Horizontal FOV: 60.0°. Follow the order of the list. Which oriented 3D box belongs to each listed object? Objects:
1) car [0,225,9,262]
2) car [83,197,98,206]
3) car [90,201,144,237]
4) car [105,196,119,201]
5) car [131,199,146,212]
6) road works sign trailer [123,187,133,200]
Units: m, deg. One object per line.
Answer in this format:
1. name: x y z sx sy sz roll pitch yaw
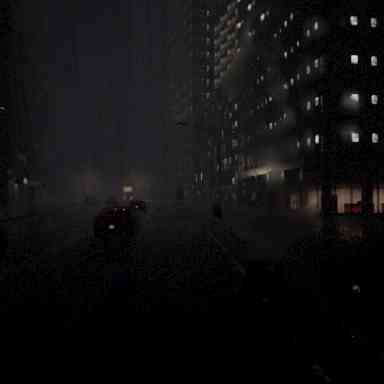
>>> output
1. car: -6.842 1.479 8.947 2.128 1.511 4.902 0 0 -2
2. car: -15.663 1.440 51.483 2.033 1.411 5.357 0 0 -12
3. car: -3.887 1.456 17.806 1.882 1.535 5.008 0 0 -4
4. car: -12.225 1.400 50.822 2.128 1.511 4.902 0 0 -12
5. car: -6.130 1.512 36.978 1.994 1.385 4.181 0 0 -9
6. road works sign trailer: -17.407 0.326 90.025 2.380 3.560 2.880 0 0 -23
